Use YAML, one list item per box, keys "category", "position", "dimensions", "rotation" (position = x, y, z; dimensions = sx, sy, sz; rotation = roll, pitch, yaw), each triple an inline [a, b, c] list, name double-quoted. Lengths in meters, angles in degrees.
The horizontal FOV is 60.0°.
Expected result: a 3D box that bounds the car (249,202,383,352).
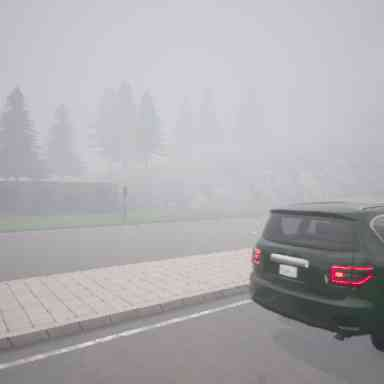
- category: "car"
  position: [3.544, 1.220, 6.275]
  dimensions: [5.566, 2.045, 2.150]
  rotation: [0, 0, -36]
